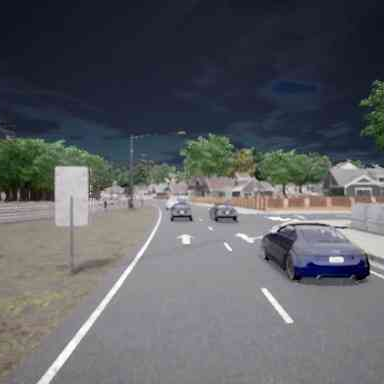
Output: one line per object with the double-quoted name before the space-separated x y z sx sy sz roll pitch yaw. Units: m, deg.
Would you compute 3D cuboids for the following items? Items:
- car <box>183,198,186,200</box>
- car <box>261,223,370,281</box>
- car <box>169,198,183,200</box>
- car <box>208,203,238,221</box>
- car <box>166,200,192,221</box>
"car" -2.055 1.901 65.750 2.033 1.411 5.357 0 0 -10
"car" 3.440 1.615 10.029 1.994 1.385 4.181 0 0 -1
"car" -2.748 1.739 46.871 1.812 1.442 4.674 0 0 -7
"car" 2.579 1.674 28.352 2.033 1.411 5.357 0 0 -4
"car" -0.986 1.678 29.093 2.033 1.411 5.357 0 0 -4
